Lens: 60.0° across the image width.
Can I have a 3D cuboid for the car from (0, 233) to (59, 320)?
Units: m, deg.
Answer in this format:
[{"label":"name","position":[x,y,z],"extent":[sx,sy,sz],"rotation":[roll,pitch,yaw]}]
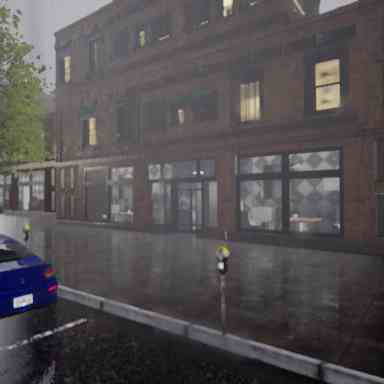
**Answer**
[{"label":"car","position":[-4.472,1.513,6.490],"extent":[4.674,1.442,1.812],"rotation":[0,0,36]}]
